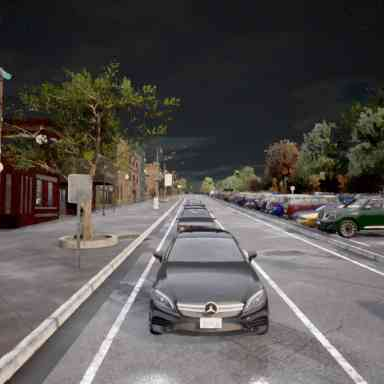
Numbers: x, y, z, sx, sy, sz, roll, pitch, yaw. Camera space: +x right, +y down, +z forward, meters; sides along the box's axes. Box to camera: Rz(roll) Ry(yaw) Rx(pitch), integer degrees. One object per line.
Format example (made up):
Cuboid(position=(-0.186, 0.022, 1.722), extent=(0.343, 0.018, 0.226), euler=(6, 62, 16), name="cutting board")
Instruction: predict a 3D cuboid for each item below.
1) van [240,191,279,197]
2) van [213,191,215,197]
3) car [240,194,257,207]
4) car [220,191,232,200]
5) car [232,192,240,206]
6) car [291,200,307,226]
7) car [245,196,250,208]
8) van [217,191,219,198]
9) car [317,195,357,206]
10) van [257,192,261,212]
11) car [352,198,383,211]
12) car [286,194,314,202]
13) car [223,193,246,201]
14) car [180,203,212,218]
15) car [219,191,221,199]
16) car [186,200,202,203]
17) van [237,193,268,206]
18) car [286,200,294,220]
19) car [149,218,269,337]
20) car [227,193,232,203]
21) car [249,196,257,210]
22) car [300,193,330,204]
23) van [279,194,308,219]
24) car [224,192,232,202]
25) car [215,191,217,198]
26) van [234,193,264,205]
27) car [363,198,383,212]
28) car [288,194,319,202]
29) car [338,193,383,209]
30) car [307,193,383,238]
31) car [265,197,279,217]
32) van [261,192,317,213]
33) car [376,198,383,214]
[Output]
Cuboid(position=(9.196, 1.163, 45.106), extent=(4.442, 1.987, 1.878), euler=(0, 0, 0), name="van")
Cuboid(position=(8.642, 0.764, 89.952), extent=(4.442, 1.987, 1.878), euler=(0, 1, 0), name="van")
Cuboid(position=(9.105, 1.409, 42.299), extent=(4.892, 1.521, 2.231), euler=(0, 0, 0), name="car")
Cuboid(position=(8.910, 0.963, 64.725), extent=(5.566, 2.045, 2.435), euler=(0, 1, 0), name="car")
Cuboid(position=(9.031, 1.113, 47.905), extent=(5.566, 2.045, 2.435), euler=(0, 1, 0), name="car")
Cuboid(position=(9.074, 1.466, 19.866), extent=(5.366, 1.575, 1.946), euler=(0, 0, 0), name="car")
Cuboid(position=(9.116, 1.466, 39.496), extent=(4.674, 1.452, 2.002), euler=(0, 0, 0), name="car")
Cuboid(position=(8.722, 0.864, 78.740), extent=(4.442, 1.987, 1.878), euler=(0, 1, 0), name="van")
Cuboid(position=(22.301, 1.332, 51.341), extent=(5.366, 1.575, 1.946), euler=(0, 1, 0), name="car")
Cuboid(position=(9.276, 1.222, 33.886), extent=(4.442, 1.987, 1.878), euler=(0, 0, 0), name="van")
Cuboid(position=(22.222, 1.452, 40.238), extent=(4.792, 1.488, 2.163), euler=(0, 0, 0), name="car")
Cuboid(position=(22.001, 1.188, 67.995), extent=(4.892, 1.521, 2.231), euler=(0, 1, 0), name="car")
Cuboid(position=(8.868, 1.039, 70.332), extent=(4.553, 1.767, 2.185), euler=(0, 1, 0), name="car")
Cuboid(position=(0.192, 1.532, 17.436), extent=(2.033, 1.411, 5.357), euler=(0, 0, 0), name="car")
Cuboid(position=(8.891, 0.938, 67.528), extent=(5.566, 2.045, 2.435), euler=(0, 1, 0), name="car")
Cuboid(position=(0.218, 1.442, 29.884), extent=(2.128, 1.511, 4.902), euler=(0, 0, 0), name="car")
Cuboid(position=(9.156, 1.114, 50.710), extent=(4.442, 1.987, 1.878), euler=(0, 1, 0), name="van")
Cuboid(position=(9.242, 1.506, 22.670), extent=(4.674, 1.452, 2.002), euler=(0, 0, 0), name="car")
Cuboid(position=(0.252, 1.524, 6.857), extent=(1.812, 1.442, 4.674), euler=(0, 0, 0), name="car")
Cuboid(position=(8.993, 1.290, 56.318), extent=(4.892, 1.521, 2.231), euler=(0, 1, 0), name="car")
Cuboid(position=(9.168, 1.470, 36.689), extent=(4.792, 1.488, 2.163), euler=(0, 0, 0), name="car")
Cuboid(position=(22.086, 1.136, 59.668), extent=(4.553, 1.767, 2.185), euler=(0, 1, 0), name="car")
Cuboid(position=(9.336, 1.237, 25.474), extent=(4.442, 1.987, 1.878), euler=(0, 0, 0), name="van")
Cuboid(position=(8.956, 1.280, 61.924), extent=(4.674, 1.452, 2.002), euler=(0, 1, 0), name="car")
Cuboid(position=(8.814, 1.065, 81.545), extent=(5.008, 1.535, 2.097), euler=(0, 1, 0), name="car")
Cuboid(position=(9.136, 1.089, 53.513), extent=(4.442, 1.987, 1.878), euler=(0, 1, 0), name="van")
Cuboid(position=(22.184, 1.469, 37.455), extent=(4.792, 1.488, 2.163), euler=(0, 0, 0), name="car")
Cuboid(position=(21.830, 1.209, 65.217), extent=(5.366, 1.575, 1.946), euler=(0, 0, 0), name="car")
Cuboid(position=(22.145, 1.153, 43.011), extent=(5.566, 2.045, 2.435), euler=(0, 0, 0), name="car")
Cuboid(position=(9.251, 1.221, 17.063), extent=(5.566, 2.045, 2.435), euler=(0, 0, 0), name="car")
Cuboid(position=(9.194, 1.460, 28.276), extent=(5.008, 1.535, 2.097), euler=(0, 0, 0), name="car")
Cuboid(position=(9.062, 1.230, 31.082), extent=(4.442, 1.987, 1.878), euler=(0, 0, 0), name="van")
Cuboid(position=(22.418, 1.444, 34.684), extent=(5.366, 1.575, 1.946), euler=(0, 0, 0), name="car")
